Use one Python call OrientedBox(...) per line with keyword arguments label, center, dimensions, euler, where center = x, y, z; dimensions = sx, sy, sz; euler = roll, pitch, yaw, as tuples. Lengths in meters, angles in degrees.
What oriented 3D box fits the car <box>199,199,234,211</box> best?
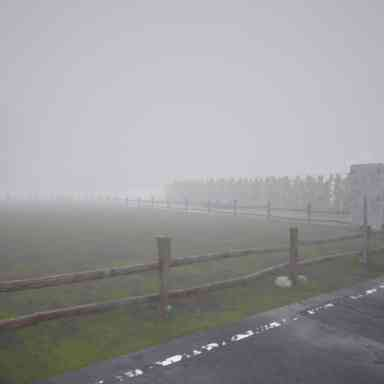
OrientedBox(label="car", center=(2.843, 1.452, 38.460), dimensions=(1.895, 1.301, 4.718), euler=(1, 0, -35))
